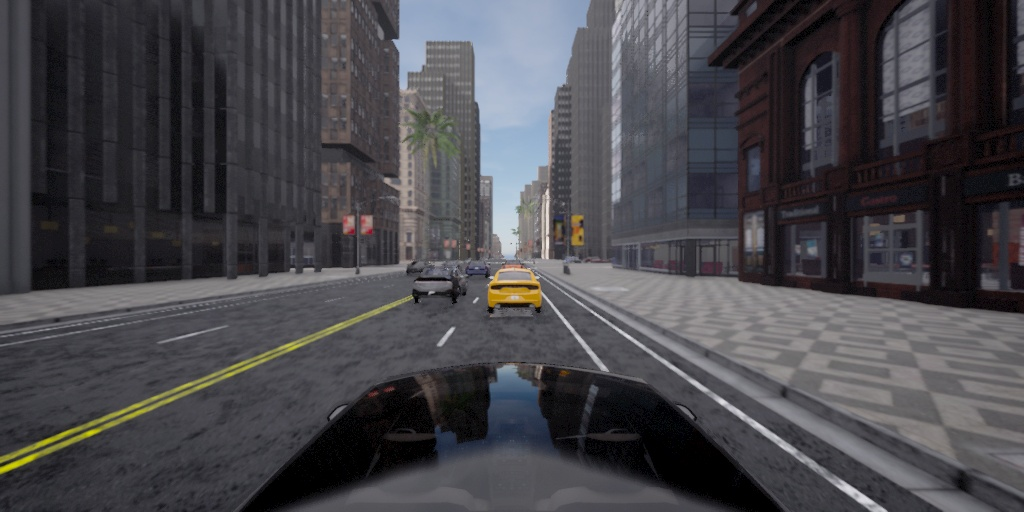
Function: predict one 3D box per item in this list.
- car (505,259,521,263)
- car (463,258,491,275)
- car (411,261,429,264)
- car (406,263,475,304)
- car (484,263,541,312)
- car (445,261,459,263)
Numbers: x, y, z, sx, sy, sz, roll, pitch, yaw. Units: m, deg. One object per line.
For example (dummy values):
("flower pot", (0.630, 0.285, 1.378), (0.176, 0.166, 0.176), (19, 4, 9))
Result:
("car", (0.094, 1.109, 34.315), (2.097, 1.767, 4.553), (0, 0, 0))
("car", (-3.156, 1.109, 34.314), (2.097, 1.767, 4.553), (0, 0, 0))
("car", (-9.850, 1.265, 38.191), (1.837, 1.490, 4.892), (0, 0, 0))
("car", (-3.153, 1.243, 16.442), (2.128, 1.511, 4.902), (0, 0, 0))
("car", (0.102, 1.229, 14.385), (1.882, 1.535, 5.008), (0, 0, 0))
("car", (-6.599, 1.252, 38.702), (2.128, 1.511, 4.902), (0, 0, 0))
